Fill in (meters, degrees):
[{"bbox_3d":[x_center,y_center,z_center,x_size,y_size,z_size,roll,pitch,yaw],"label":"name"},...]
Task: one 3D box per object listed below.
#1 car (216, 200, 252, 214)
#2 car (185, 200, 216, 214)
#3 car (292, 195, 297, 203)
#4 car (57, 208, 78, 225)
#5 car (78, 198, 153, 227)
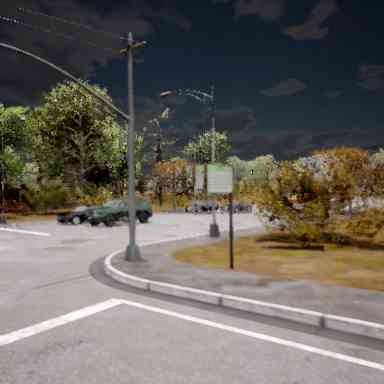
[{"bbox_3d":[5.255,1.714,39.149,1.837,1.490,4.892,-1,0,39],"label":"car"},{"bbox_3d":[1.169,1.769,39.650,2.128,1.511,4.902,-1,0,39],"label":"car"},{"bbox_3d":[15.509,1.160,51.926,1.882,1.535,5.008,-1,1,37],"label":"car"},{"bbox_3d":[-8.613,1.804,27.457,1.882,1.535,5.008,-1,-1,39],"label":"car"},{"bbox_3d":[-5.520,1.498,25.726,2.150,2.045,5.566,-1,-1,39],"label":"car"}]
